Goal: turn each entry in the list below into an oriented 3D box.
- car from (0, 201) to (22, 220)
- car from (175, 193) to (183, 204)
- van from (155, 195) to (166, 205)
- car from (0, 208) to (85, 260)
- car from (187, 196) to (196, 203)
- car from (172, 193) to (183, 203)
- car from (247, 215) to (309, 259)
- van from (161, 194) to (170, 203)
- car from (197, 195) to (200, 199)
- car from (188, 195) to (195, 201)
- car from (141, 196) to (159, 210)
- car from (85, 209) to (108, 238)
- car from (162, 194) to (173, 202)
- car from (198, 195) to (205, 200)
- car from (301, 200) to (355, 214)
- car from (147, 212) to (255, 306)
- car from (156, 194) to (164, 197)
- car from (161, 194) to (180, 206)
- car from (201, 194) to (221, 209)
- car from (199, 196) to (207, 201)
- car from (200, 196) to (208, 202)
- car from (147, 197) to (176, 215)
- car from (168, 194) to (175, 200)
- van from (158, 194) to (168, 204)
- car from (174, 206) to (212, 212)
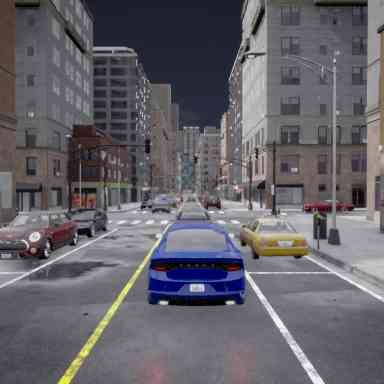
[{"bbox_3d":[-18.073,1.665,29.486,5.008,1.535,1.882,-1,1,-1],"label":"car"},{"bbox_3d":[-3.160,1.405,62.435,2.097,1.767,4.553,0,0,0],"label":"car"},{"bbox_3d":[-5.775,1.394,61.334,1.690,1.788,3.998,-1,0,0],"label":"van"},{"bbox_3d":[-5.696,1.442,12.207,1.967,1.590,4.097,-1,0,0],"label":"car"},{"bbox_3d":[-0.115,1.580,74.019,2.128,1.511,4.902,0,0,0],"label":"car"},{"bbox_3d":[-3.116,1.277,74.025,2.150,2.045,5.566,0,0,0],"label":"car"},{"bbox_3d":[2.829,1.527,12.391,1.752,1.417,4.829,-1,0,0],"label":"car"},{"bbox_3d":[-5.792,1.403,72.506,1.690,1.788,3.998,-1,0,0],"label":"van"},{"bbox_3d":[2.747,1.372,66.933,2.192,1.841,5.009,-1,0,0],"label":"car"},{"bbox_3d":[-0.131,1.538,84.471,1.895,1.301,4.718,0,0,0],"label":"car"},{"bbox_3d":[-5.746,1.602,44.577,1.947,1.339,4.313,-1,0,0],"label":"car"},{"bbox_3d":[-5.704,1.571,17.703,1.947,1.339,4.313,-1,0,0],"label":"car"},{"bbox_3d":[-5.801,1.380,78.092,2.192,1.841,5.009,-1,0,0],"label":"car"},{"bbox_3d":[2.714,1.624,94.862,2.008,1.369,4.403,-1,0,0],"label":"car"},{"bbox_3d":[13.308,1.458,32.848,4.718,1.301,1.895,-1,1,-1],"label":"car"},{"bbox_3d":[0.084,1.478,8.126,1.882,1.535,5.008,0,0,0],"label":"car"},{"bbox_3d":[-5.764,1.573,55.578,1.752,1.417,4.829,-1,0,0],"label":"car"},{"bbox_3d":[-3.170,1.542,48.574,1.837,1.490,4.892,0,1,0],"label":"car"},{"bbox_3d":[2.777,1.351,44.589,2.192,1.841,5.009,-1,0,0],"label":"car"},{"bbox_3d":[2.728,1.634,83.691,1.947,1.339,4.313,-1,0,0],"label":"car"},{"bbox_3d":[2.735,1.590,78.275,1.752,1.417,4.829,-1,0,0],"label":"car"},{"bbox_3d":[-3.155,1.571,35.104,2.033,1.411,5.357,0,0,0],"label":"car"},{"bbox_3d":[-5.825,1.513,94.849,1.967,1.590,4.097,-1,0,0],"label":"car"},{"bbox_3d":[-5.783,1.399,66.920,1.690,1.788,3.998,-1,0,0],"label":"van"},{"bbox_3d":[0.073,1.606,17.489,1.895,1.301,4.718,0,0,0],"label":"car"}]
